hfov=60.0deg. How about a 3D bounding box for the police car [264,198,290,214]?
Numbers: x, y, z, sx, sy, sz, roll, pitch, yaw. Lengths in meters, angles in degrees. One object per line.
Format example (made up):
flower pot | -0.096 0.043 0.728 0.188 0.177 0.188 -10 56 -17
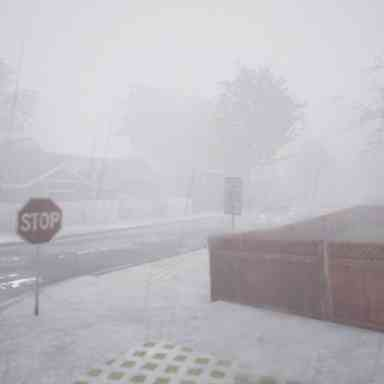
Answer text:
police car | 9.519 1.485 37.237 1.930 1.638 5.238 2 1 31
